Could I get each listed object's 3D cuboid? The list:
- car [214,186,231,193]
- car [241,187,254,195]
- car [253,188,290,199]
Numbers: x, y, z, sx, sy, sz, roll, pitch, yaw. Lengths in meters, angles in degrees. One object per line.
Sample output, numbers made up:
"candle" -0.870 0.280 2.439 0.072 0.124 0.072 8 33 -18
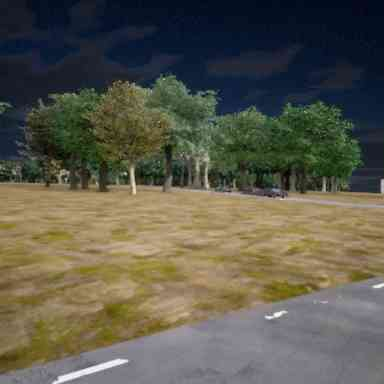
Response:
"car" 6.171 -0.537 66.804 1.994 1.385 4.181 2 2 -25
"car" 10.361 -0.125 57.922 1.994 1.385 4.181 2 2 -25
"car" 11.592 0.179 47.806 2.033 1.411 5.357 2 1 -25
